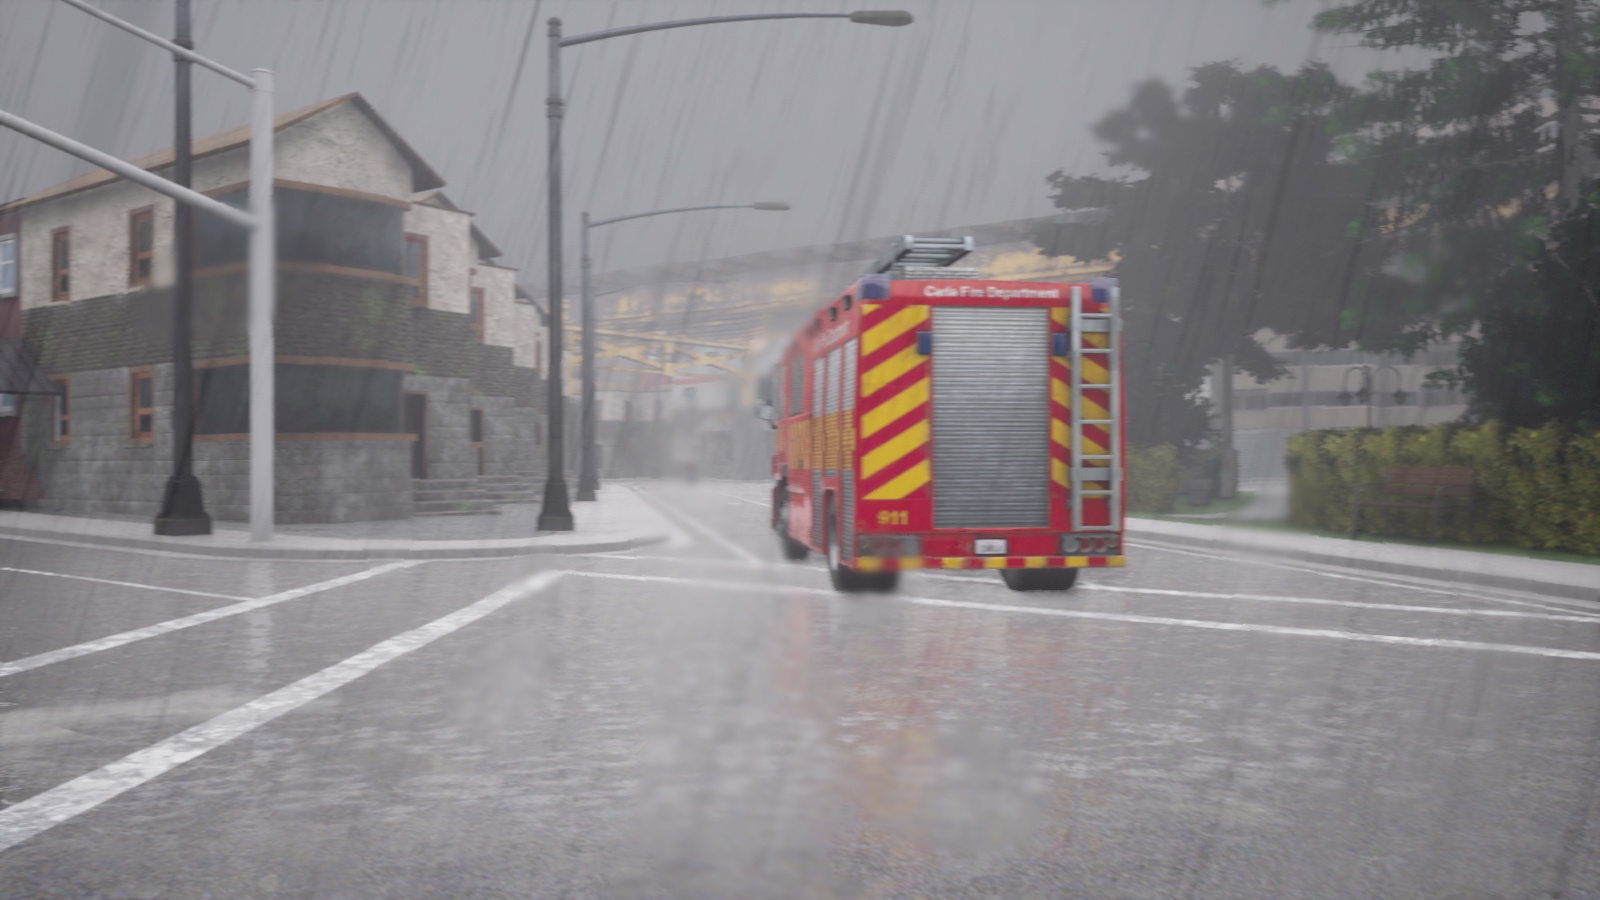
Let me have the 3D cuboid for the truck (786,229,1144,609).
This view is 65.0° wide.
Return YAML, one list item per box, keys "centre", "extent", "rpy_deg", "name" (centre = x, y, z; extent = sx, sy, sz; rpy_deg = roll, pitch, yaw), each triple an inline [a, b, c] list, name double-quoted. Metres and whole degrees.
- centre: [1.650, -0.267, 16.993]
  extent: [2.891, 3.827, 8.468]
  rpy_deg: [0, -1, -6]
  name: "truck"
